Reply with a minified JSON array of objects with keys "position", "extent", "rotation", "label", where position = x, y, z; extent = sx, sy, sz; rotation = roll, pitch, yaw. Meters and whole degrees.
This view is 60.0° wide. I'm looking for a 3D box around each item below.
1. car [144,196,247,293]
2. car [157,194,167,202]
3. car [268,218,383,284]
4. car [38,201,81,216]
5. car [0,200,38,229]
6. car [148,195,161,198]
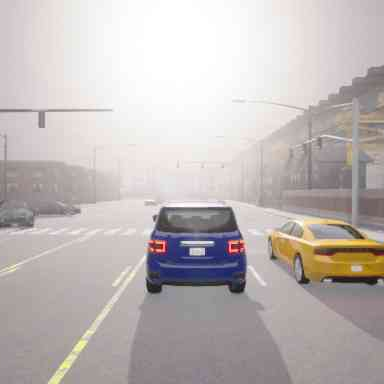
[{"position":[0.065,1.236,9.041],"extent":[2.150,2.045,5.566],"rotation":[0,0,-1],"label":"car"},{"position":[-6.995,1.441,77.908],"extent":[2.097,1.767,4.553],"rotation":[0,0,0],"label":"car"},{"position":[3.565,1.502,9.667],"extent":[1.882,1.535,5.008],"rotation":[0,0,0],"label":"car"},{"position":[-13.236,1.554,31.290],"extent":[5.357,1.411,2.033],"rotation":[0,0,-15],"label":"car"},{"position":[-11.531,1.351,21.540],"extent":[2.097,1.767,4.553],"rotation":[0,0,-31],"label":"car"},{"position":[-7.070,1.606,57.977],"extent":[2.033,1.411,5.357],"rotation":[0,0,0],"label":"car"}]
